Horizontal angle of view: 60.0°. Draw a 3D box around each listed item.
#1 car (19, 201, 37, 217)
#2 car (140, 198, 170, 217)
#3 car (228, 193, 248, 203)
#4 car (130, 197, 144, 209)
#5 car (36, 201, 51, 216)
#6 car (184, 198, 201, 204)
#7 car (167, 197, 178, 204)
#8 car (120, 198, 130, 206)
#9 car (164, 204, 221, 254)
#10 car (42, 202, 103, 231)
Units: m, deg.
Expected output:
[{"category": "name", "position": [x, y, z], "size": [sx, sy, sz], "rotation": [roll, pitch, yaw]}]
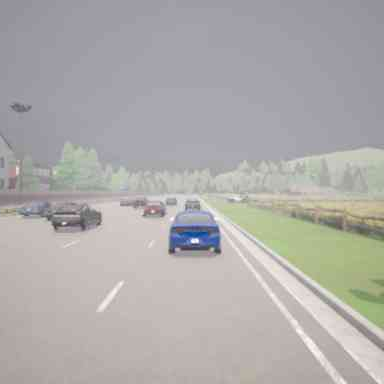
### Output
[{"category": "car", "position": [-13.903, 1.552, 30.825], "size": [2.033, 1.411, 5.357], "rotation": [0, 0, 0]}, {"category": "car", "position": [-3.402, 1.530, 31.244], "size": [1.812, 1.442, 4.674], "rotation": [0, 0, 0]}, {"category": "car", "position": [8.914, 1.222, 64.287], "size": [3.866, 1.878, 1.905], "rotation": [0, 0, 0]}, {"category": "car", "position": [-6.905, 1.511, 46.140], "size": [1.837, 1.490, 4.892], "rotation": [0, 0, 0]}, {"category": "car", "position": [-10.402, 1.551, 27.464], "size": [2.033, 1.411, 5.357], "rotation": [0, 0, 0]}, {"category": "car", "position": [0.095, 1.497, 41.388], "size": [2.128, 1.511, 4.902], "rotation": [0, 0, 0]}, {"category": "car", "position": [-3.407, 1.499, 55.771], "size": [2.128, 1.511, 4.902], "rotation": [0, 0, 0]}, {"category": "car", "position": [-10.407, 1.609, 54.255], "size": [1.895, 1.301, 4.718], "rotation": [0, 0, 0]}, {"category": "car", "position": [0.099, 1.480, 13.586], "size": [1.882, 1.535, 5.008], "rotation": [0, 0, 0]}, {"category": "car", "position": [-6.903, 1.494, 20.423], "size": [2.128, 1.511, 4.902], "rotation": [0, 0, 0]}]
